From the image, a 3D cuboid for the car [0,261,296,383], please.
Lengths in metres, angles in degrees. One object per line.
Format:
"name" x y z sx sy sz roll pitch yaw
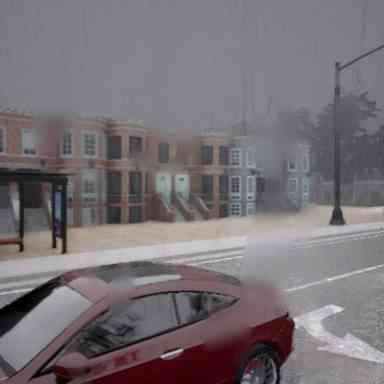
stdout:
"car" -0.890 1.526 3.335 4.674 1.442 1.812 0 0 -35
